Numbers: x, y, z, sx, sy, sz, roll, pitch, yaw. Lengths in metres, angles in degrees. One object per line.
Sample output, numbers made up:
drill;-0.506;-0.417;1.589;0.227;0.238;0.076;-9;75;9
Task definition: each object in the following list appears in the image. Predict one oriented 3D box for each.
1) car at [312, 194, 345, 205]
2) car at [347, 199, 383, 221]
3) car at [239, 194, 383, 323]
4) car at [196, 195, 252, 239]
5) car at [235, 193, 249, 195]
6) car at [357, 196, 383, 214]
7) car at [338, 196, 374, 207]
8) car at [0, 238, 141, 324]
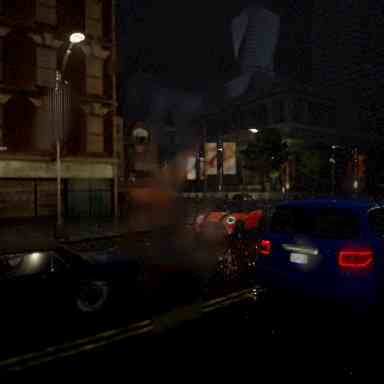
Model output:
car;19.573;1.050;47.826;2.002;1.452;4.674;-1;0;-14
car;13.261;1.287;25.174;1.994;1.385;4.181;0;0;14
car;3.642;1.144;7.331;2.150;2.045;5.566;0;1;45
car;2.029;1.237;16.783;2.097;1.767;4.553;0;0;31
car;8.009;0.976;51.380;2.097;1.767;4.553;-1;1;-20
car;17.849;1.188;31.496;2.033;1.411;5.357;-1;0;4
car;20.718;1.146;42.211;1.895;1.301;4.718;-1;0;-4
car;-3.437;1.602;5.996;4.718;1.301;1.895;-1;0;-37
